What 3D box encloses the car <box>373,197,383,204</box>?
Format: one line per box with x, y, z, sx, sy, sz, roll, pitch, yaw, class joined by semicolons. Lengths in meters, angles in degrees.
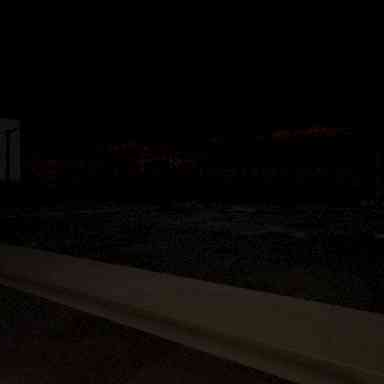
37.527;1.734;65.323;2.038;1.542;4.974;1;1;6;car

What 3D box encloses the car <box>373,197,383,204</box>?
37.534;1.576;65.374;1.853;1.218;4.536;1;1;6;car
